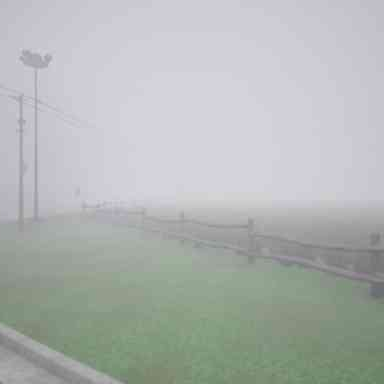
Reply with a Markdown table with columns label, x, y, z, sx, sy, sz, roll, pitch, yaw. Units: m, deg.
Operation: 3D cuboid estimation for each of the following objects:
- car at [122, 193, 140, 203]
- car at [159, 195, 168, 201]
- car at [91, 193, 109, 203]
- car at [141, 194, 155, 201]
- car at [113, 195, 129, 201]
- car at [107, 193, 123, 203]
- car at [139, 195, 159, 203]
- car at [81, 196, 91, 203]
| label | x | y | z | sx | sy | sz | roll | pitch | yaw |
| --- | --- | --- | --- | --- | --- | --- | --- | --- | --- |
| car | -12.616 | 1.519 | 71.461 | 1.882 | 1.535 | 5.008 | 0 | 0 | 10 |
| car | -7.323 | 1.433 | 81.095 | 2.033 | 1.411 | 5.357 | 0 | 0 | 10 |
| car | -19.505 | 1.526 | 72.703 | 1.882 | 1.535 | 5.008 | 0 | 0 | 10 |
| car | -10.768 | 1.375 | 81.716 | 1.882 | 1.535 | 5.008 | 0 | 0 | 10 |
| car | -17.656 | 1.444 | 82.958 | 2.033 | 1.411 | 5.357 | 0 | 0 | 10 |
| car | -16.061 | 1.545 | 72.082 | 1.837 | 1.490 | 4.892 | 0 | 0 | 10 |
| car | -9.098 | 1.601 | 71.250 | 1.994 | 1.385 | 4.181 | 0 | 0 | 10 |
| car | -22.851 | 1.579 | 73.871 | 1.812 | 1.442 | 4.674 | 0 | 0 | 10 |
